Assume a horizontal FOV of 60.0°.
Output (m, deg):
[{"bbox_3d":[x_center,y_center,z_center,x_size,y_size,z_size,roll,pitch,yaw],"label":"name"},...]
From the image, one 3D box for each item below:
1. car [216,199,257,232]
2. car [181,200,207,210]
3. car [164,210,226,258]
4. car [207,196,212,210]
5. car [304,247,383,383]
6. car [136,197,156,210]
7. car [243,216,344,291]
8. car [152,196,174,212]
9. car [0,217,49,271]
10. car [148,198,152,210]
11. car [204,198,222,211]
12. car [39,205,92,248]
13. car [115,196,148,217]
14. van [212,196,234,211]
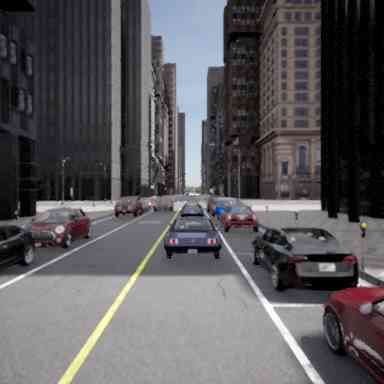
[{"bbox_3d":[2.721,1.441,20.057,1.967,1.590,4.097,0,0,0],"label":"car"},{"bbox_3d":[0.016,1.565,29.111,1.994,1.385,4.181,0,0,0],"label":"car"},{"bbox_3d":[0.039,1.601,12.793,1.895,1.301,4.718,0,0,0],"label":"car"},{"bbox_3d":[2.700,1.442,31.260,1.967,1.590,4.097,0,0,0],"label":"car"},{"bbox_3d":[2.754,1.582,3.252,1.802,1.307,4.206,0,0,0],"label":"car"},{"bbox_3d":[-5.847,1.443,42.447,1.967,1.590,4.097,0,0,0],"label":"car"},{"bbox_3d":[2.743,1.566,8.853,1.947,1.339,4.313,0,0,0],"label":"car"},{"bbox_3d":[-3.142,1.353,37.864,2.097,1.767,4.553,0,0,0],"label":"car"},{"bbox_3d":[-5.782,1.566,8.834,1.947,1.339,4.313,0,0,0],"label":"car"},{"bbox_3d":[-5.836,1.528,36.675,1.752,1.417,4.829,0,0,0],"label":"car"},{"bbox_3d":[2.678,1.554,42.464,2.008,1.369,4.403,0,0,0],"label":"car"},{"bbox_3d":[-5.793,1.441,14.436,1.967,1.590,4.097,0,0,0],"label":"car"},{"bbox_3d":[-5.826,1.317,31.243,2.192,1.841,5.009,0,0,0],"label":"car"},{"bbox_3d":[2.710,1.342,25.659,1.690,1.788,3.998,0,0,0],"label":"van"}]
